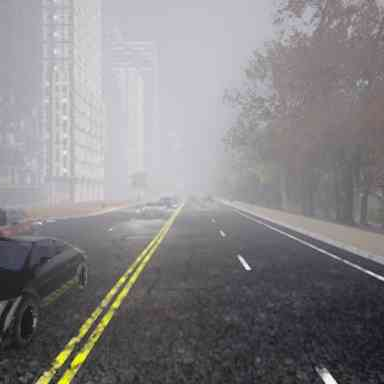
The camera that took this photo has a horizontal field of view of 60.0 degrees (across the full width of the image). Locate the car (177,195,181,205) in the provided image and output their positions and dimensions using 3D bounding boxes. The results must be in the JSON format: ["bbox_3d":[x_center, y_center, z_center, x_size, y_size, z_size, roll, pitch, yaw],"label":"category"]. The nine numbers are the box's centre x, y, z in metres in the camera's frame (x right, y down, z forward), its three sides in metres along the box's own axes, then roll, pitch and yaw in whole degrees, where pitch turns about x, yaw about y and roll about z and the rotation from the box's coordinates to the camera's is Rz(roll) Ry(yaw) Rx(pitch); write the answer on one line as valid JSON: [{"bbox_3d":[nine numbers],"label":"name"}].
[{"bbox_3d":[-3.307,1.392,55.708,1.994,1.385,4.181,0,0,-1],"label":"car"}]

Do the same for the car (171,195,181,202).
[{"bbox_3d":[-3.236,1.313,68.911,1.812,1.442,4.674,0,0,0],"label":"car"}]

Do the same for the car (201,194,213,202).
[{"bbox_3d":[3.262,1.295,67.333,1.837,1.490,4.892,0,0,0],"label":"car"}]

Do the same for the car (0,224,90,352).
[{"bbox_3d":[-3.351,1.543,6.046,1.994,1.385,4.181,0,0,0],"label":"car"}]

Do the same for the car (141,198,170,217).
[{"bbox_3d":[-3.344,1.512,29.905,1.895,1.301,4.718,0,0,0],"label":"car"}]

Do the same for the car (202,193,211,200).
[{"bbox_3d":[3.266,1.123,77.726,1.882,1.535,5.008,0,0,0],"label":"car"}]

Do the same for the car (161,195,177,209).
[{"bbox_3d":[-3.339,1.371,43.081,1.837,1.490,4.892,0,0,0],"label":"car"}]

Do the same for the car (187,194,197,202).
[{"bbox_3d":[0.013,1.341,67.334,2.033,1.411,5.357,0,0,0],"label":"car"}]

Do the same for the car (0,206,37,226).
[{"bbox_3d":[-6.811,1.322,11.177,2.097,1.767,4.553,0,0,-9],"label":"car"}]

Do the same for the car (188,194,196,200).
[{"bbox_3d":[0.016,1.170,77.727,1.812,1.442,4.674,0,0,0],"label":"car"}]
